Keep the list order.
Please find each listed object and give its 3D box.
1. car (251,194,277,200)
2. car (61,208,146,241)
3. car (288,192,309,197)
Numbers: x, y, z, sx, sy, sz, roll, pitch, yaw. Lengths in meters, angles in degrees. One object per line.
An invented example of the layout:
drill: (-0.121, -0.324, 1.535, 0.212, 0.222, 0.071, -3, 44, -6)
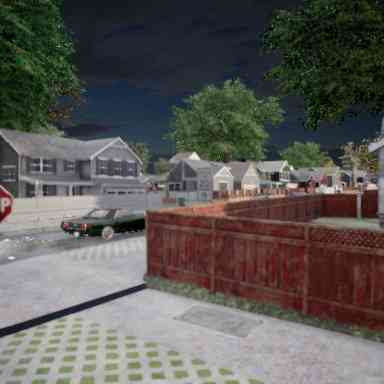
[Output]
car: (6.658, 0.977, 29.775, 1.837, 1.490, 4.892, 0, 1, 35)
car: (-3.435, 1.371, 15.357, 1.895, 1.301, 4.718, 0, 1, 35)
car: (14.848, 0.659, 46.263, 2.033, 1.411, 5.357, 0, 1, 35)
